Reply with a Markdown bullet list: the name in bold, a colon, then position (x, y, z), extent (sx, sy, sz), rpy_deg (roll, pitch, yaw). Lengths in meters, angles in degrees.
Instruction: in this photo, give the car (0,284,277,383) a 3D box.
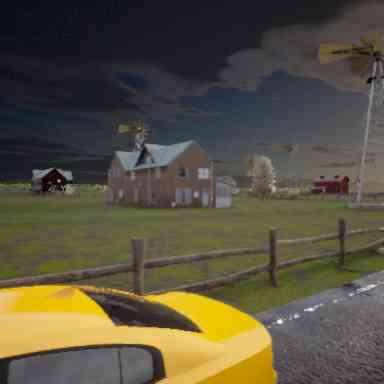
- **car**: position (-1.619, 1.484, 2.016), extent (5.008, 1.535, 1.882), rpy_deg (0, 0, -36)
